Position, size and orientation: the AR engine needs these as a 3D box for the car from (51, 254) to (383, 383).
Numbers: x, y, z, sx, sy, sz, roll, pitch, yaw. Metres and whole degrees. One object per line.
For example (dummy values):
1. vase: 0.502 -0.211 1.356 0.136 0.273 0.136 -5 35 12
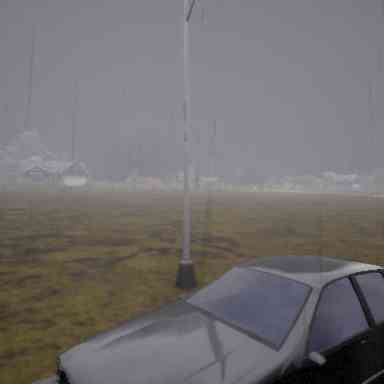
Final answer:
1. car: 1.260 1.544 3.971 5.357 1.411 2.033 0 0 -36
